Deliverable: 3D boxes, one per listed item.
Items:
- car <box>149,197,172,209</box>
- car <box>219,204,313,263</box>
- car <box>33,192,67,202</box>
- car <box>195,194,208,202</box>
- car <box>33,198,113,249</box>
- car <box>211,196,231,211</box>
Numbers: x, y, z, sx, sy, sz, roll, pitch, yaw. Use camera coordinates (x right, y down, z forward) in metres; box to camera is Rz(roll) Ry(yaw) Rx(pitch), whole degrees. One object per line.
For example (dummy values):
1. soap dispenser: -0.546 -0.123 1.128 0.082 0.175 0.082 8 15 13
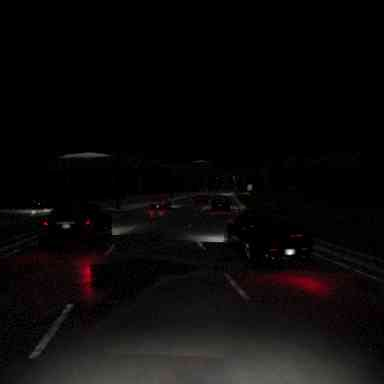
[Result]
1. car: -3.582 1.290 39.132 1.895 1.301 4.718 -1 1 6
2. car: 2.418 1.364 11.468 1.837 1.490 4.892 -1 1 -6
3. car: -18.333 1.069 43.330 2.150 2.045 5.566 -1 0 6
4. car: 1.653 1.026 55.924 1.994 1.385 4.181 -1 1 6
5. car: -4.821 1.285 14.500 2.097 1.767 4.553 -1 1 -4
6. car: 3.016 1.114 34.869 1.882 1.535 5.008 -1 1 6
